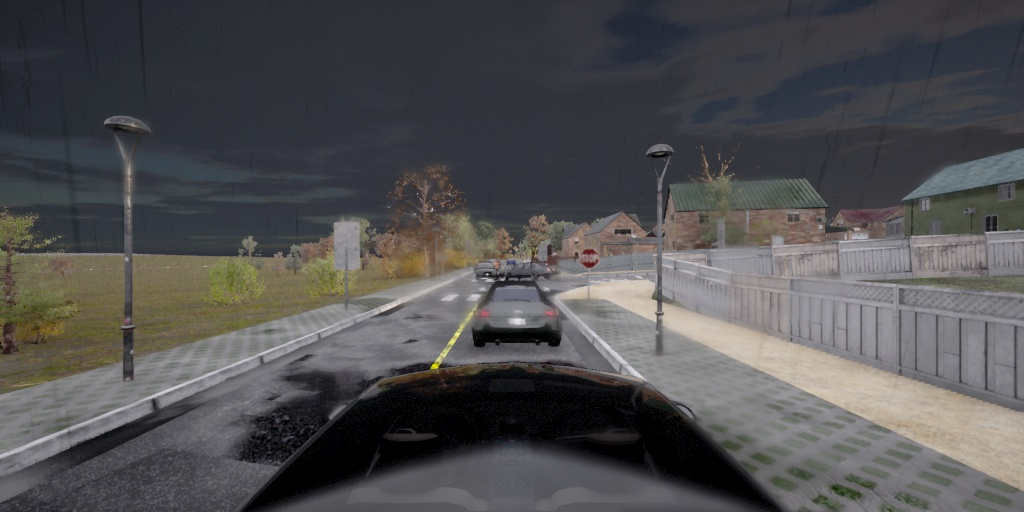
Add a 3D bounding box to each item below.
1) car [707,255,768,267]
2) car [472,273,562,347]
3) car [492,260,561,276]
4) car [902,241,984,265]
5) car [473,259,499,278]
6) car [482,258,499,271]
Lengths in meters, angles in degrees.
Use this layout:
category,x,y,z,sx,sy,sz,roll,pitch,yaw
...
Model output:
category,x,y,z,sx,sy,sz,roll,pitch,yaw
car,14.336,0.413,22.770,4.181,1.385,1.994,-3,0,16
car,0.084,1.313,9.344,1.994,1.385,4.181,0,0,-1
car,1.271,1.197,28.361,5.357,1.411,2.033,-4,-3,43
car,23.842,-0.208,20.372,4.902,1.511,2.128,-3,0,14
car,-2.324,1.257,31.264,1.837,1.490,4.892,0,0,-8
car,-2.969,1.120,51.080,2.097,1.767,4.553,0,0,0
